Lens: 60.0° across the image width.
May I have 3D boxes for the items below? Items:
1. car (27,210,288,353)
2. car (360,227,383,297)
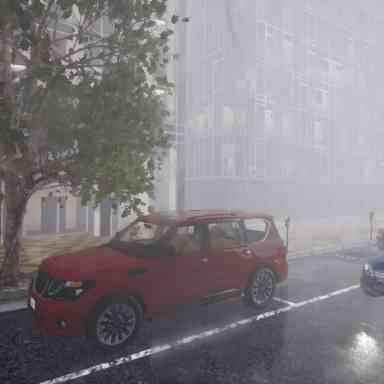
[{"bbox_3d":[-0.291,1.316,6.344,5.009,1.841,2.192,0,1,-36],"label":"car"},{"bbox_3d":[5.650,1.527,7.429,4.674,1.442,1.812,0,0,-36],"label":"car"}]
